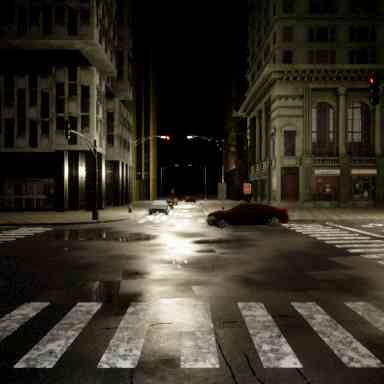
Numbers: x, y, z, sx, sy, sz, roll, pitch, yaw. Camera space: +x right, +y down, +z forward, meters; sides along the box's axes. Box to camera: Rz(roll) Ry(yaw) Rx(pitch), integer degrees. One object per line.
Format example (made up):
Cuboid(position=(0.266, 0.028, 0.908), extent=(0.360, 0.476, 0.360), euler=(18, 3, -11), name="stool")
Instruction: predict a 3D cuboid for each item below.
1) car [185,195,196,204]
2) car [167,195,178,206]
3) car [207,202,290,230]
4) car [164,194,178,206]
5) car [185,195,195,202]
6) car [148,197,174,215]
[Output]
Cuboid(position=(-0.256, 1.451, 63.866), extent=(1.812, 1.442, 4.674), euler=(0, 0, 0), name="car")
Cuboid(position=(-3.291, 1.458, 43.506), extent=(2.128, 1.511, 4.902), euler=(0, 0, 0), name="car")
Cuboid(position=(3.423, 1.416, 20.534), extent=(5.008, 1.535, 1.882), euler=(-1, 0, 0), name="car")
Cuboid(position=(-3.361, 1.299, 53.799), extent=(2.097, 1.767, 4.553), euler=(0, 0, 0), name="car")
Cuboid(position=(-0.423, 1.453, 73.678), extent=(1.994, 1.385, 4.181), euler=(0, 0, 0), name="car")
Cuboid(position=(-3.214, 1.528, 33.590), extent=(2.033, 1.411, 5.357), euler=(0, 0, 0), name="car")
